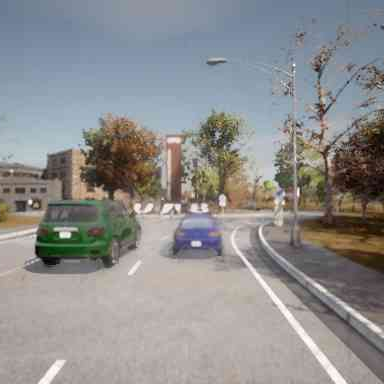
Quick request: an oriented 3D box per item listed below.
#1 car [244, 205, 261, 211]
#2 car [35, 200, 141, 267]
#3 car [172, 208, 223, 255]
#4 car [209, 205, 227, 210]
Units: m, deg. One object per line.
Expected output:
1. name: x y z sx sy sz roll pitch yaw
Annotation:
1. car: 13.417 3.564 75.252 4.181 1.385 1.994 -2 -3 45
2. car: -3.332 1.281 11.756 2.150 2.045 5.566 0 0 3
3. car: 0.292 1.605 13.528 1.812 1.442 4.674 0 -1 4
4. car: 5.852 3.638 76.731 4.181 1.385 1.994 -1 -2 24
